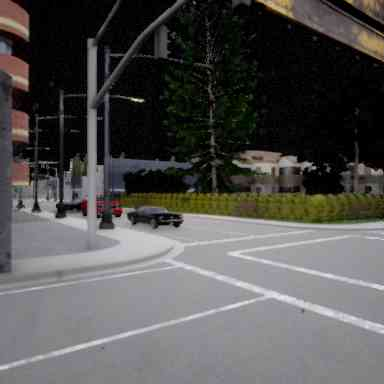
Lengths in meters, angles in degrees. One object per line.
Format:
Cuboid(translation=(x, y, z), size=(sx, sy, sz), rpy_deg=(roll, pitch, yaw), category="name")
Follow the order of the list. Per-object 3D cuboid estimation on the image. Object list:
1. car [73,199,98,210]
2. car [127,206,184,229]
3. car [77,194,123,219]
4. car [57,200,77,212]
Cuboid(translation=(-14.605, 1.621, 45.436), size=(1.895, 1.301, 4.718), rpy_deg=(0, 0, -35), category="car")
Cuboid(translation=(-2.480, 1.616, 21.858), size=(1.895, 1.301, 4.718), rpy_deg=(0, 0, -35), category="car")
Cuboid(translation=(-8.186, 1.237, 29.941), size=(2.150, 2.045, 5.566), rpy_deg=(0, 0, -35), category="car")
Cuboid(translation=(-14.122, 1.616, 38.382), size=(1.895, 1.301, 4.718), rpy_deg=(0, 0, -35), category="car")
